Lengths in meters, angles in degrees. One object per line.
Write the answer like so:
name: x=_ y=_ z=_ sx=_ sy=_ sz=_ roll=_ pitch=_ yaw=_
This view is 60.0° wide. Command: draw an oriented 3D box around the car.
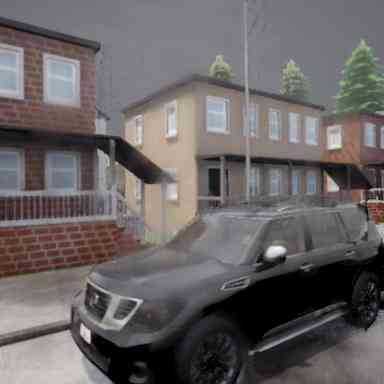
car: x=1.025 y=1.213 z=5.382 sx=5.566 sy=2.045 sz=2.150 roll=-1 pitch=0 yaw=-36
